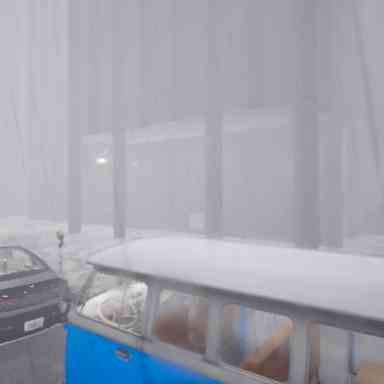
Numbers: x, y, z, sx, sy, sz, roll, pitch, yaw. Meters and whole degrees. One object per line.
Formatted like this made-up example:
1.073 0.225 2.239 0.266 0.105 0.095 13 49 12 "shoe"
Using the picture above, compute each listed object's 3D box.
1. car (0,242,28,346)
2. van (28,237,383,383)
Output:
-3.903 1.548 5.755 4.403 1.369 2.008 0 0 36 "car"
0.685 1.341 2.480 3.998 1.788 1.690 0 0 36 "van"
